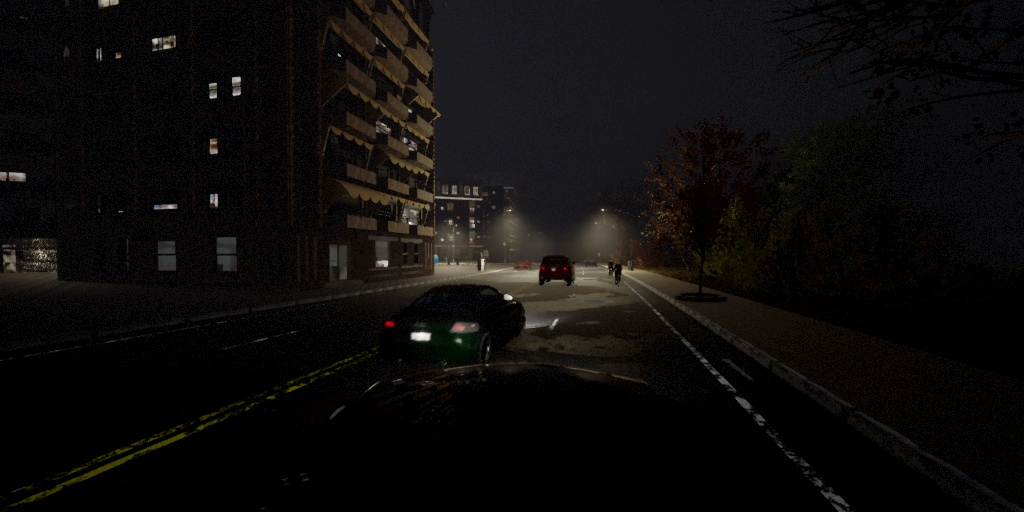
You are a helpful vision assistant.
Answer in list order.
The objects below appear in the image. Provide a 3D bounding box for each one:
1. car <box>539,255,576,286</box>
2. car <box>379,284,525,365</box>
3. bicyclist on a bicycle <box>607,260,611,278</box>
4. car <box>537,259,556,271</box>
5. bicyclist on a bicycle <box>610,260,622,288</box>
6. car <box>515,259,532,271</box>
[{"bbox_3d":[3.302,0.967,25.814,2.150,2.045,5.566,0,0,13],"label":"car"},{"bbox_3d":[-1.020,1.313,7.924,1.994,1.385,4.181,0,0,14],"label":"car"},{"bbox_3d":[8.812,1.195,31.991,0.582,1.620,1.656,0,0,12],"label":"bicyclist on a bicycle"},{"bbox_3d":[4.932,1.231,50.320,2.128,1.511,4.902,0,0,11],"label":"car"},{"bbox_3d":[6.834,1.197,23.120,0.582,1.620,1.656,0,0,13],"label":"bicyclist on a bicycle"},{"bbox_3d":[1.645,1.219,50.372,1.882,1.535,5.008,0,0,11],"label":"car"}]
